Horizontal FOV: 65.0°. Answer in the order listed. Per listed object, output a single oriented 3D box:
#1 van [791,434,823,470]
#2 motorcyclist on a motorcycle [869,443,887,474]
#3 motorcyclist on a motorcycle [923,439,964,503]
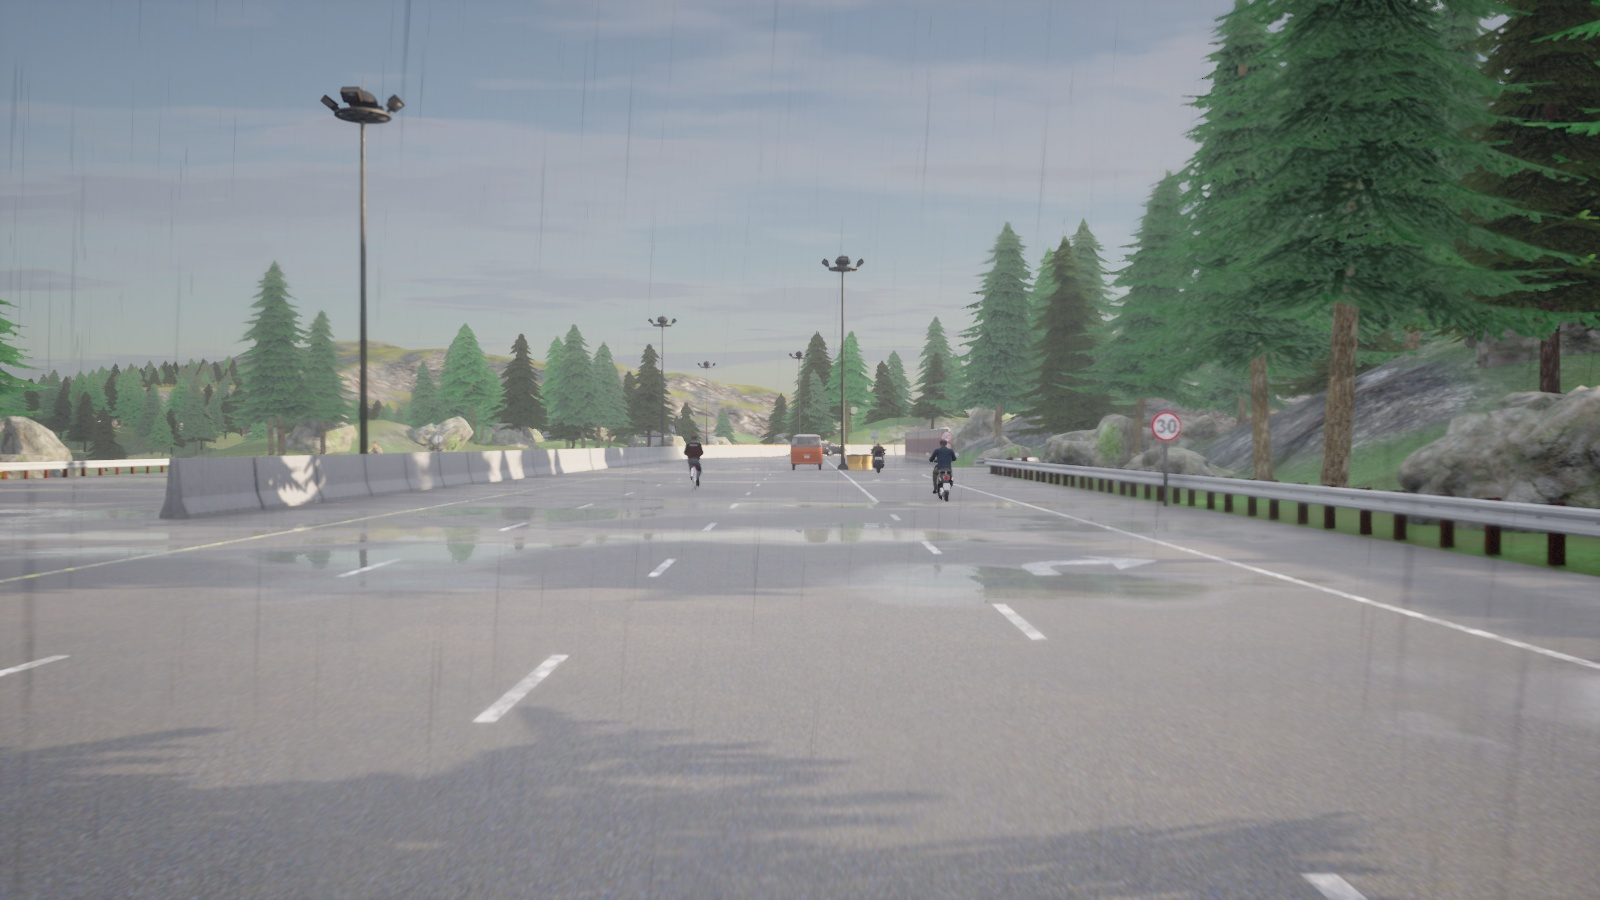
[{"bbox_3d":[0.381,0.098,71.362,1.775,1.987,4.442,0,0,0],"label":"van"},{"bbox_3d":[3.946,0.429,63.039,0.866,1.530,2.191,1,0,4],"label":"motorcyclist on a motorcycle"},{"bbox_3d":[3.703,0.520,32.466,0.866,1.590,1.817,0,0,0],"label":"motorcyclist on a motorcycle"}]
